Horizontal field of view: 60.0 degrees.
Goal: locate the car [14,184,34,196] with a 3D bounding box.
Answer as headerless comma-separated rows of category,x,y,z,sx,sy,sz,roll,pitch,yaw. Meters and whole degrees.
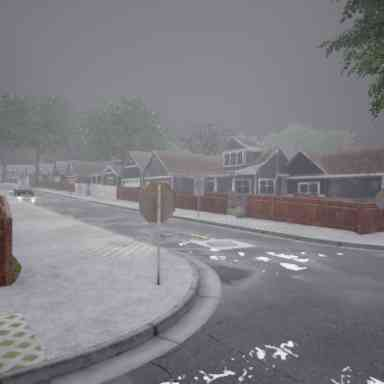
car,-22.412,-0.305,44.250,1.882,1.535,5.008,1,2,-35
